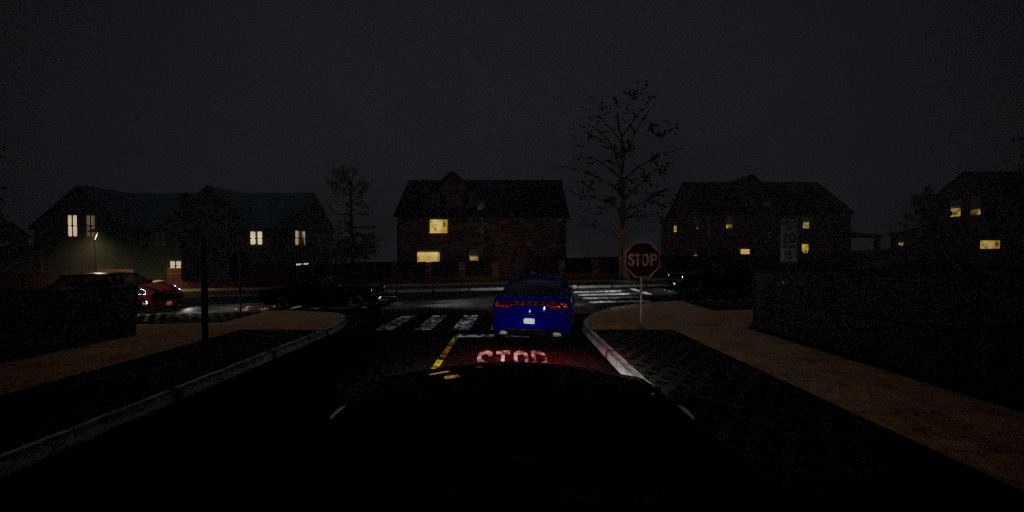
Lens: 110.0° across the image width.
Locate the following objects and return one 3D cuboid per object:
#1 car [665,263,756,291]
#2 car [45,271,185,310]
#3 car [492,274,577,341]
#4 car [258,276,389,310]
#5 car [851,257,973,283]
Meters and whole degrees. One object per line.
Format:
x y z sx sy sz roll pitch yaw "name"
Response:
10.399 1.034 18.171 4.718 1.301 1.895 -1 1 -1 "car"
-16.808 1.471 15.217 4.553 1.767 2.097 -1 1 0 "car"
0.780 1.226 10.029 1.882 1.535 5.008 0 0 10 "car"
-7.821 1.506 15.231 4.718 1.301 1.895 -1 1 0 "car"
20.045 0.753 18.213 5.357 1.411 2.033 -1 1 0 "car"
